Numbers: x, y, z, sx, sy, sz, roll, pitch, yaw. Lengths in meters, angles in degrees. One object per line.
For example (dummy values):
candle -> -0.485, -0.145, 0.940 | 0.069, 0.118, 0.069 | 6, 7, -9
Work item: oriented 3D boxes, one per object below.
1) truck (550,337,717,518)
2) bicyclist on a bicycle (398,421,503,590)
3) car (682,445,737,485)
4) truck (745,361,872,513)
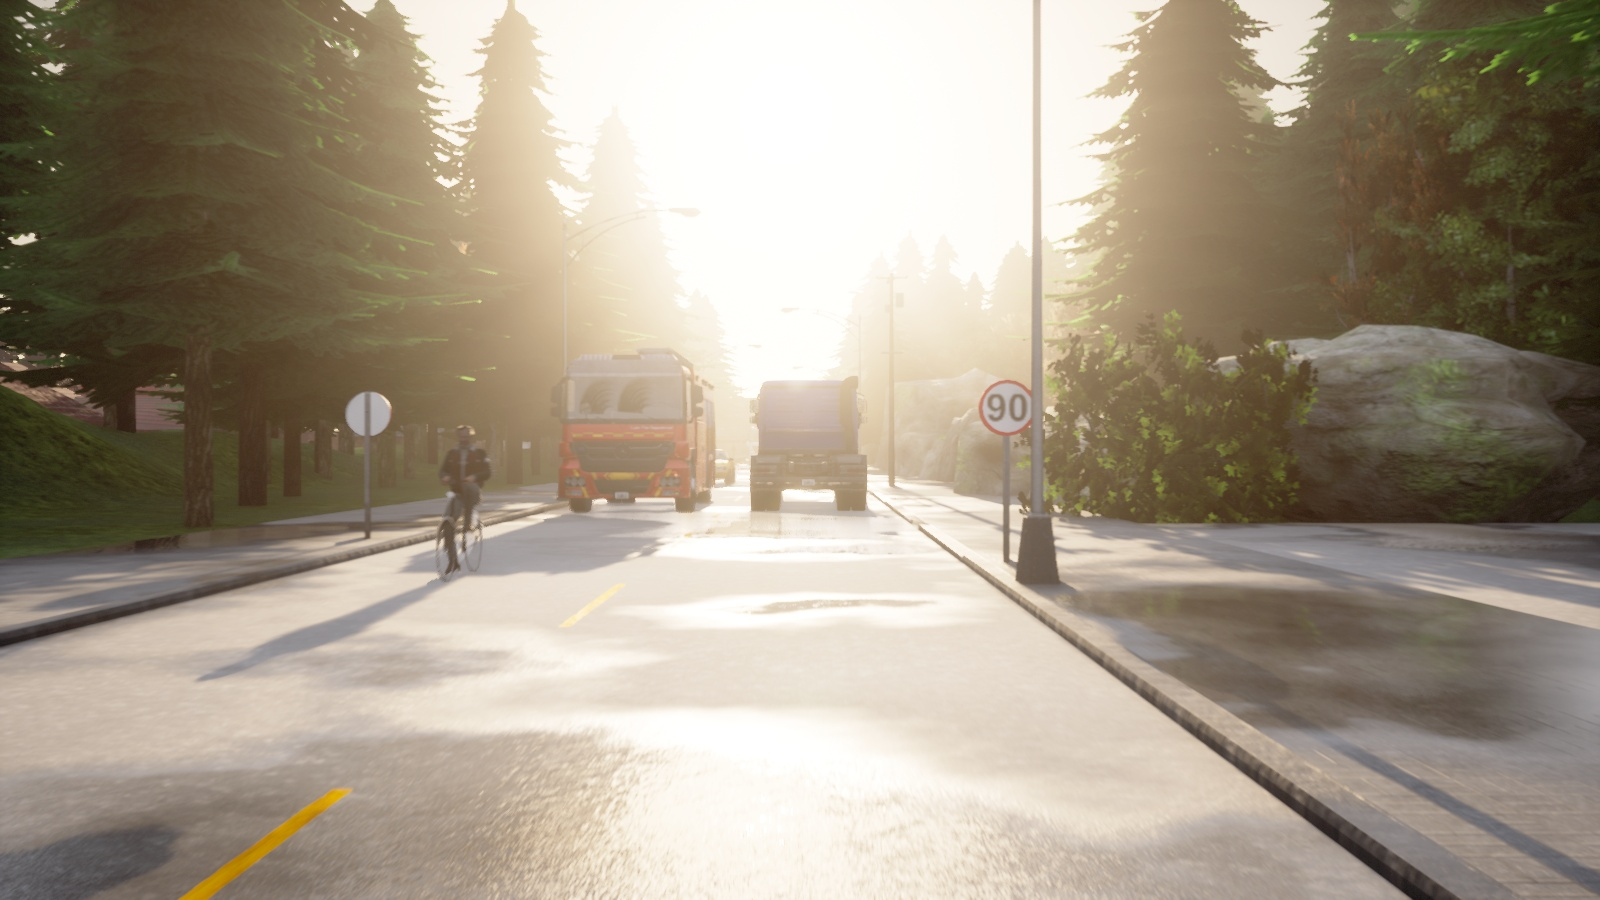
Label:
truck -> -3.799, -0.481, 30.713 | 2.891, 3.827, 8.468 | 0, 0, 0
bicyclist on a bicycle -> -3.903, 0.586, 14.164 | 0.659, 1.776, 1.843 | 0, 0, 0
car -> -3.651, 0.580, 51.473 | 1.801, 1.575, 5.366 | 0, 0, 0
truck -> 0.214, -0.299, 32.527 | 2.891, 3.462, 7.936 | 0, 0, 0
